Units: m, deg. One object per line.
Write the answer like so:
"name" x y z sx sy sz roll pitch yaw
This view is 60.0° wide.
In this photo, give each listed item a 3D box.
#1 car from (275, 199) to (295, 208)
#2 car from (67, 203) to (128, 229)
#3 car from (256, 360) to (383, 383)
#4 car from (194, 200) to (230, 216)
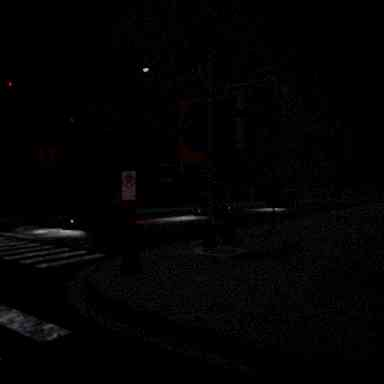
"car" 13.978 1.708 50.233 1.895 1.301 4.718 0 0 35
"car" -5.973 1.535 22.217 1.837 1.490 4.892 0 0 32
"car" 2.147 1.550 1.314 4.403 1.369 2.008 0 0 36
"car" 2.105 1.545 33.603 2.128 1.511 4.902 0 0 35
